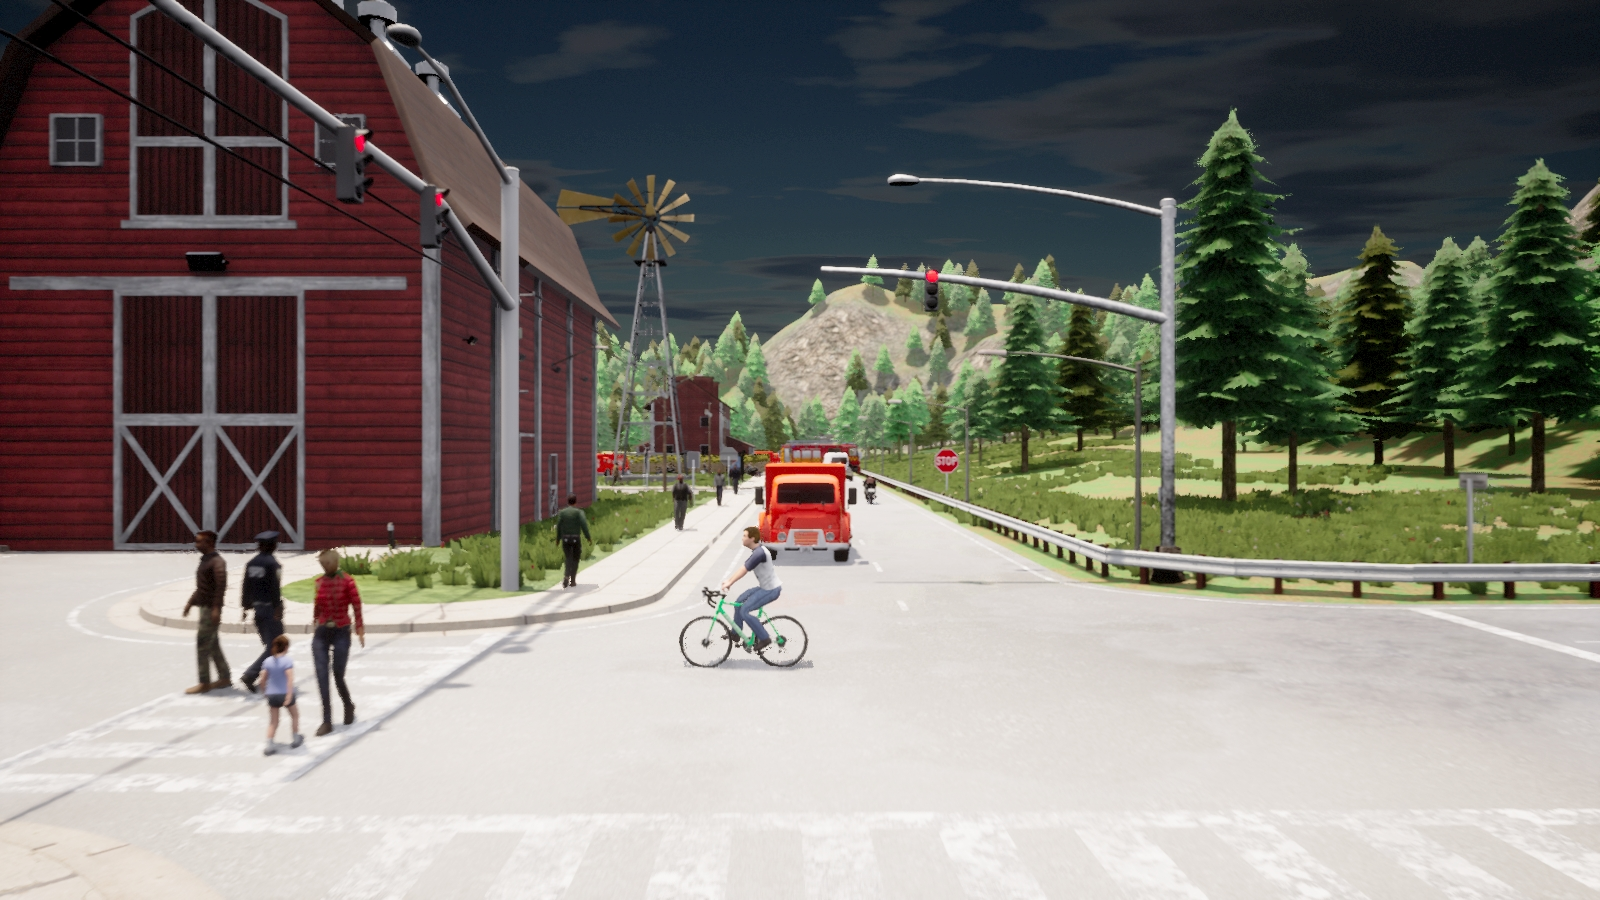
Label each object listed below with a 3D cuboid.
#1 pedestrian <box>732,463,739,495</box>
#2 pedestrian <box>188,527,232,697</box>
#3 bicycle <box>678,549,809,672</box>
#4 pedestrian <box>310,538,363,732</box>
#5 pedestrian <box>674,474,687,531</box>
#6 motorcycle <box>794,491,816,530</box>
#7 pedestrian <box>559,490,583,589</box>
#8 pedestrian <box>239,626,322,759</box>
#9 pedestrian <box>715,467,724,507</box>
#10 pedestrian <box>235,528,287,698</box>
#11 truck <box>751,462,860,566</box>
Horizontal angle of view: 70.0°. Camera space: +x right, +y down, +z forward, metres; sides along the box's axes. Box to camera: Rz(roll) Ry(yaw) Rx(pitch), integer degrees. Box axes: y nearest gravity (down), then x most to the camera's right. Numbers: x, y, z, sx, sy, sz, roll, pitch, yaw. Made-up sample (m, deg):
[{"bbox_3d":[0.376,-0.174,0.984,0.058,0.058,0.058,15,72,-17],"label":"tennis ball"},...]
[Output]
[{"bbox_3d":[-3.784,1.705,67.180,0.375,1.860,0.375,0,0,3],"label":"pedestrian"},{"bbox_3d":[-6.714,1.825,13.005,0.375,1.860,0.375,0,0,-39],"label":"pedestrian"},{"bbox_3d":[-0.717,2.039,14.598,1.643,1.496,0.373,0,0,-1],"label":"bicycle"},{"bbox_3d":[-4.607,1.824,11.367,0.375,1.860,0.375,0,0,1],"label":"pedestrian"},{"bbox_3d":[-3.876,1.701,37.119,0.375,1.860,0.375,0,0,-1],"label":"pedestrian"},{"bbox_3d":[0.171,2.175,41.286,0.764,1.277,2.356,0,0,0],"label":"motorcycle"},{"bbox_3d":[-4.357,1.699,21.774,0.375,1.860,0.375,0,0,2],"label":"pedestrian"},{"bbox_3d":[-4.753,2.207,10.472,0.500,1.100,0.500,0,0,6],"label":"pedestrian"},{"bbox_3d":[-3.740,1.704,53.089,0.375,1.860,0.375,0,0,-7],"label":"pedestrian"},{"bbox_3d":[-6.099,1.825,12.926,0.375,1.860,0.375,0,0,21],"label":"pedestrian"},{"bbox_3d":[0.132,1.572,30.154,2.627,2.467,5.204,0,0,0],"label":"truck"}]
